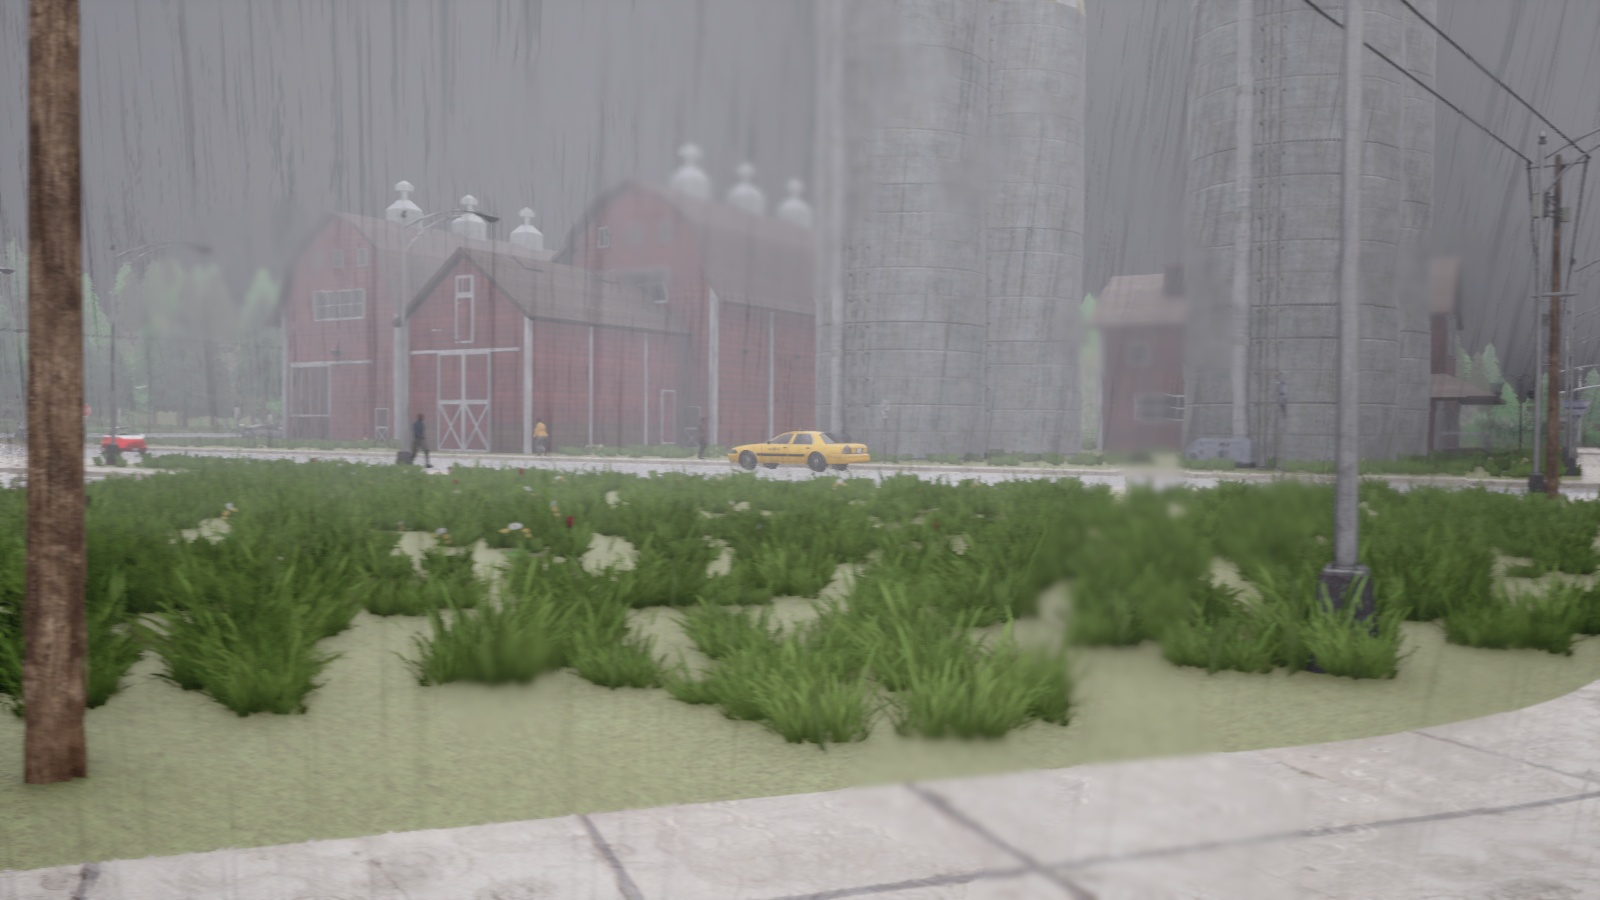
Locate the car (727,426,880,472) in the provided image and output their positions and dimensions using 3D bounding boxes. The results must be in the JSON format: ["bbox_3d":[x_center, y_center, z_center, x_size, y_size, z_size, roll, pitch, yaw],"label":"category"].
[{"bbox_3d":[0.082,-0.046,45.509,5.366,1.575,1.801,0,1,31],"label":"car"}]

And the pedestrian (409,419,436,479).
[{"bbox_3d":[-11.574,-0.040,38.529,0.726,1.835,0.370,0,1,30],"label":"pedestrian"}]

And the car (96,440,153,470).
[{"bbox_3d":[-32.710,0.251,60.822,2.207,1.376,1.481,-1,1,31],"label":"car"}]

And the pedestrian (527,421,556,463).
[{"bbox_3d":[-11.654,-0.367,56.591,0.900,1.855,0.874,0,1,31],"label":"pedestrian"}]

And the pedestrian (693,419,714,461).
[{"bbox_3d":[-4.128,-0.420,53.733,0.869,1.805,0.328,0,1,29],"label":"pedestrian"}]
